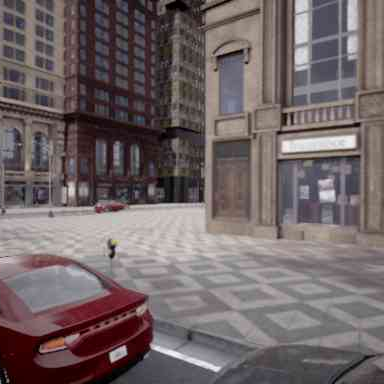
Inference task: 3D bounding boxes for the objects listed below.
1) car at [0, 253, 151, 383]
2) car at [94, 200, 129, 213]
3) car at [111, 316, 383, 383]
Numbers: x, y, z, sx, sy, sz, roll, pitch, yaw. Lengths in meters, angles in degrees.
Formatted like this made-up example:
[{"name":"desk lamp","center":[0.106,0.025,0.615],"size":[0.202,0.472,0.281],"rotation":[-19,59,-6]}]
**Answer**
[{"name":"car","center":[-2.595,1.588,4.802],"size":[4.507,1.381,1.887],"rotation":[-1,1,36]},{"name":"car","center":[-10.375,1.792,43.171],"size":[2.097,1.767,4.553],"rotation":[0,0,35]},{"name":"car","center":[1.902,1.544,1.592],"size":[4.403,1.369,2.008],"rotation":[-1,1,36]}]
